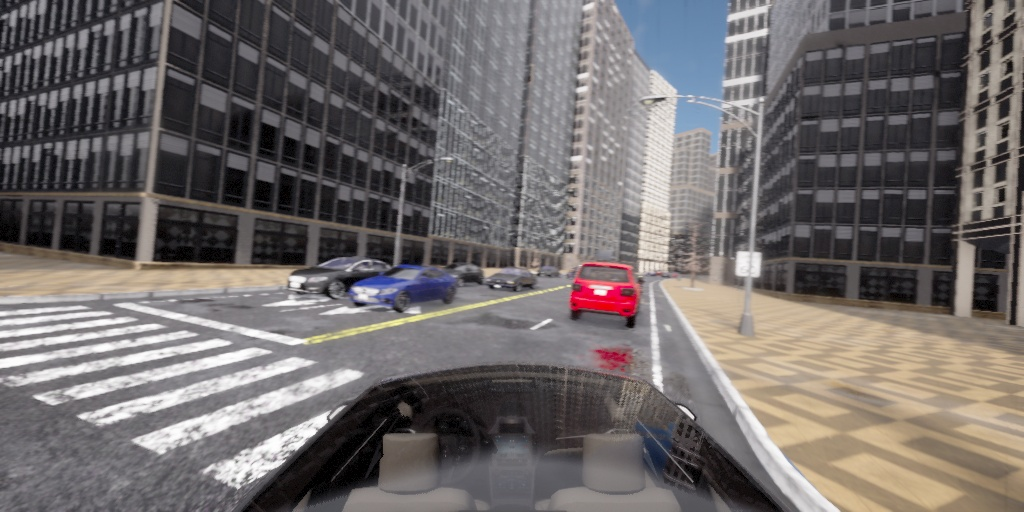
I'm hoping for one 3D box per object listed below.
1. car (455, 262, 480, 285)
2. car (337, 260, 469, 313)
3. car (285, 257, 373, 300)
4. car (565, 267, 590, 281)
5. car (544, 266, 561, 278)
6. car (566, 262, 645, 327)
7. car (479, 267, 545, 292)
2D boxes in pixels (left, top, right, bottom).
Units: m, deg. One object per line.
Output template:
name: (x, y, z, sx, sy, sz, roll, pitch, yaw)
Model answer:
car: (-3.278, 1.138, 22.952, 1.812, 1.442, 4.674, 4, 0, 21)
car: (-3.633, 1.046, 12.956, 1.812, 1.442, 4.674, 4, 0, 21)
car: (-6.505, 0.803, 14.517, 2.128, 1.511, 4.902, 4, 0, 21)
car: (7.897, 2.149, 42.869, 1.994, 1.385, 4.181, 4, 0, 22)
car: (4.413, 1.867, 42.867, 2.033, 1.411, 5.357, 4, 0, 22)
car: (3.692, 1.309, 13.611, 2.150, 2.045, 5.566, 4, 0, 21)
car: (0.166, 1.422, 22.887, 2.033, 1.411, 5.357, 4, 0, 21)
